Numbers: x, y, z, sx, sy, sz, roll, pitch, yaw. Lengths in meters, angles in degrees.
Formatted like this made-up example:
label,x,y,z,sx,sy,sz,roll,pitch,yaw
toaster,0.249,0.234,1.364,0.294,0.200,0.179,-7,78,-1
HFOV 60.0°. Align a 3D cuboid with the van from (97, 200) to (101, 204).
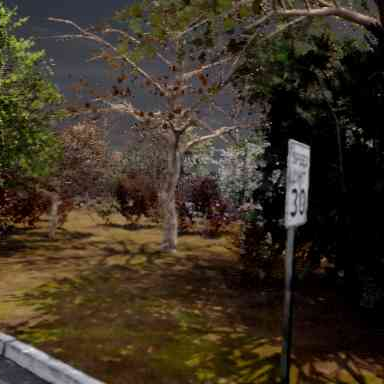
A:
label,x,y,z,sx,sy,sz,roll,pitch,yaw
van,-15.470,2.082,61.925,1.878,1.987,4.442,0,0,35
